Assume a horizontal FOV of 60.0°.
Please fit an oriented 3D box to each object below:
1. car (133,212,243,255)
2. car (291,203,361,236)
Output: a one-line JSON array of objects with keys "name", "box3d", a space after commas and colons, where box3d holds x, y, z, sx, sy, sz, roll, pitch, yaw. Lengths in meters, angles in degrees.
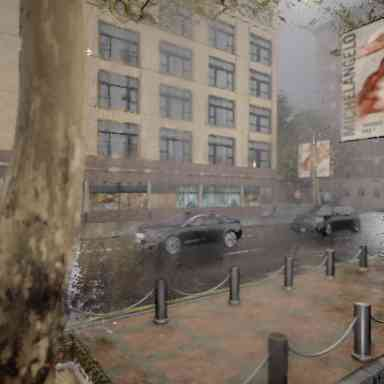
[{"name": "car", "box3d": [-0.025, 1.589, 13.878, 4.902, 1.511, 2.128, 1, 0, -36]}, {"name": "car", "box3d": [7.942, 1.525, 19.661, 4.553, 1.767, 2.097, 1, 0, -36]}]
